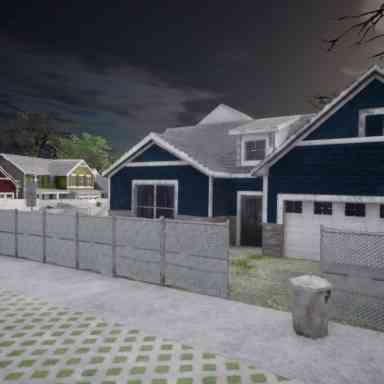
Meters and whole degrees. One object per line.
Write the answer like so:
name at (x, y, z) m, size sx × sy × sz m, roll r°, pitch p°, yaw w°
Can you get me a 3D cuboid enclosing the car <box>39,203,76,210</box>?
car at (-13.215, 1.766, 32.846) m, size 1.994 × 1.385 × 4.181 m, roll 1°, pitch 0°, yaw 18°
